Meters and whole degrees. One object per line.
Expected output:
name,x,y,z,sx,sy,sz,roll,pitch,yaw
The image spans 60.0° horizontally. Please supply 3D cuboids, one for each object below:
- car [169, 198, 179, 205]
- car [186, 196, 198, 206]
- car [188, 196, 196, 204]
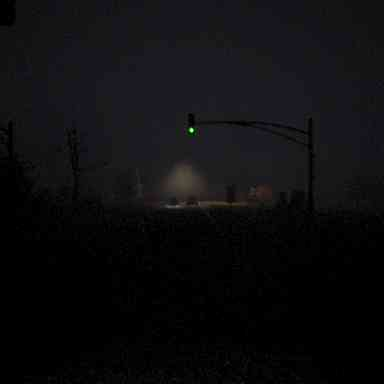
car,-3.499,1.904,65.689,1.837,1.490,4.892,0,0,0
car,0.002,1.678,61.490,2.097,1.767,4.553,0,0,0
car,0.002,1.721,71.525,1.837,1.490,4.892,0,0,0
